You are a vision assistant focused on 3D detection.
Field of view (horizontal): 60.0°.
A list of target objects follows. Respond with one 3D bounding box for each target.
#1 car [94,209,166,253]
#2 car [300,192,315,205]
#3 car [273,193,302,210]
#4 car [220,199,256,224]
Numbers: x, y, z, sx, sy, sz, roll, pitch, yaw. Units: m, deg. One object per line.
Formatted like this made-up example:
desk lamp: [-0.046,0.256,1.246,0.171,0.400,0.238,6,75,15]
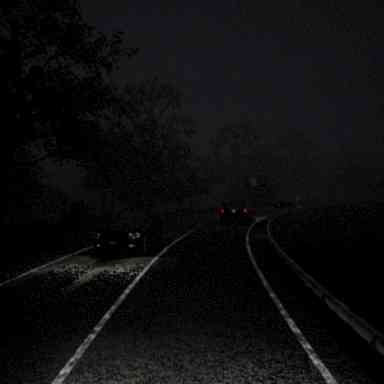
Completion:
car: [-2.427,1.517,14.129,1.882,1.535,5.008,-1,0,8]
car: [17.386,1.083,52.979,5.566,2.045,2.150,-2,-3,-43]
car: [11.496,1.316,40.887,1.882,1.535,5.008,-4,-2,34]
car: [3.471,1.322,24.681,2.097,1.767,4.553,-2,0,17]
